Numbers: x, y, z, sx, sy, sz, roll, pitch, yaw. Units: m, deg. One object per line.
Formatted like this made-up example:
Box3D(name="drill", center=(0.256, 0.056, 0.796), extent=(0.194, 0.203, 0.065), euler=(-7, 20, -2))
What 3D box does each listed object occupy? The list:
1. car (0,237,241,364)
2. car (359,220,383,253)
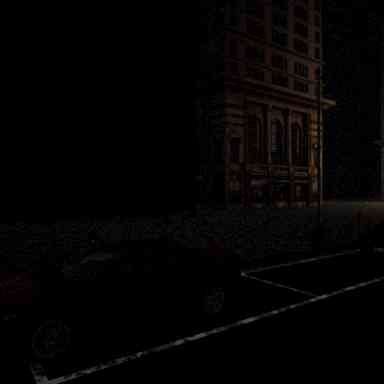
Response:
Box3D(name="car", center=(-1.138, 1.544, 5.847), extent=(4.507, 1.381, 1.887), euler=(0, 0, -36))
Box3D(name="car", center=(8.030, 1.564, 12.421), extent=(4.313, 1.339, 1.947), euler=(0, 0, -36))
